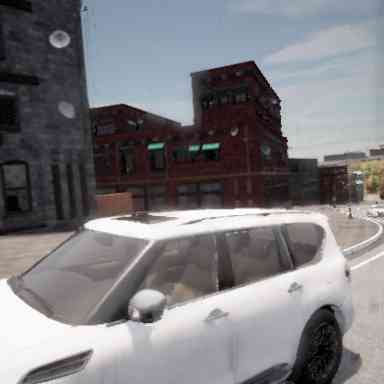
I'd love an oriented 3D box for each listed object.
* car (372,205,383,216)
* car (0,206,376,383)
[{"bbox_3d":[22.746,2.330,40.855,1.812,1.442,4.674,-4,-3,17],"label":"car"},{"bbox_3d":[-0.355,1.251,3.657,5.566,2.045,2.150,0,-1,-39],"label":"car"}]
